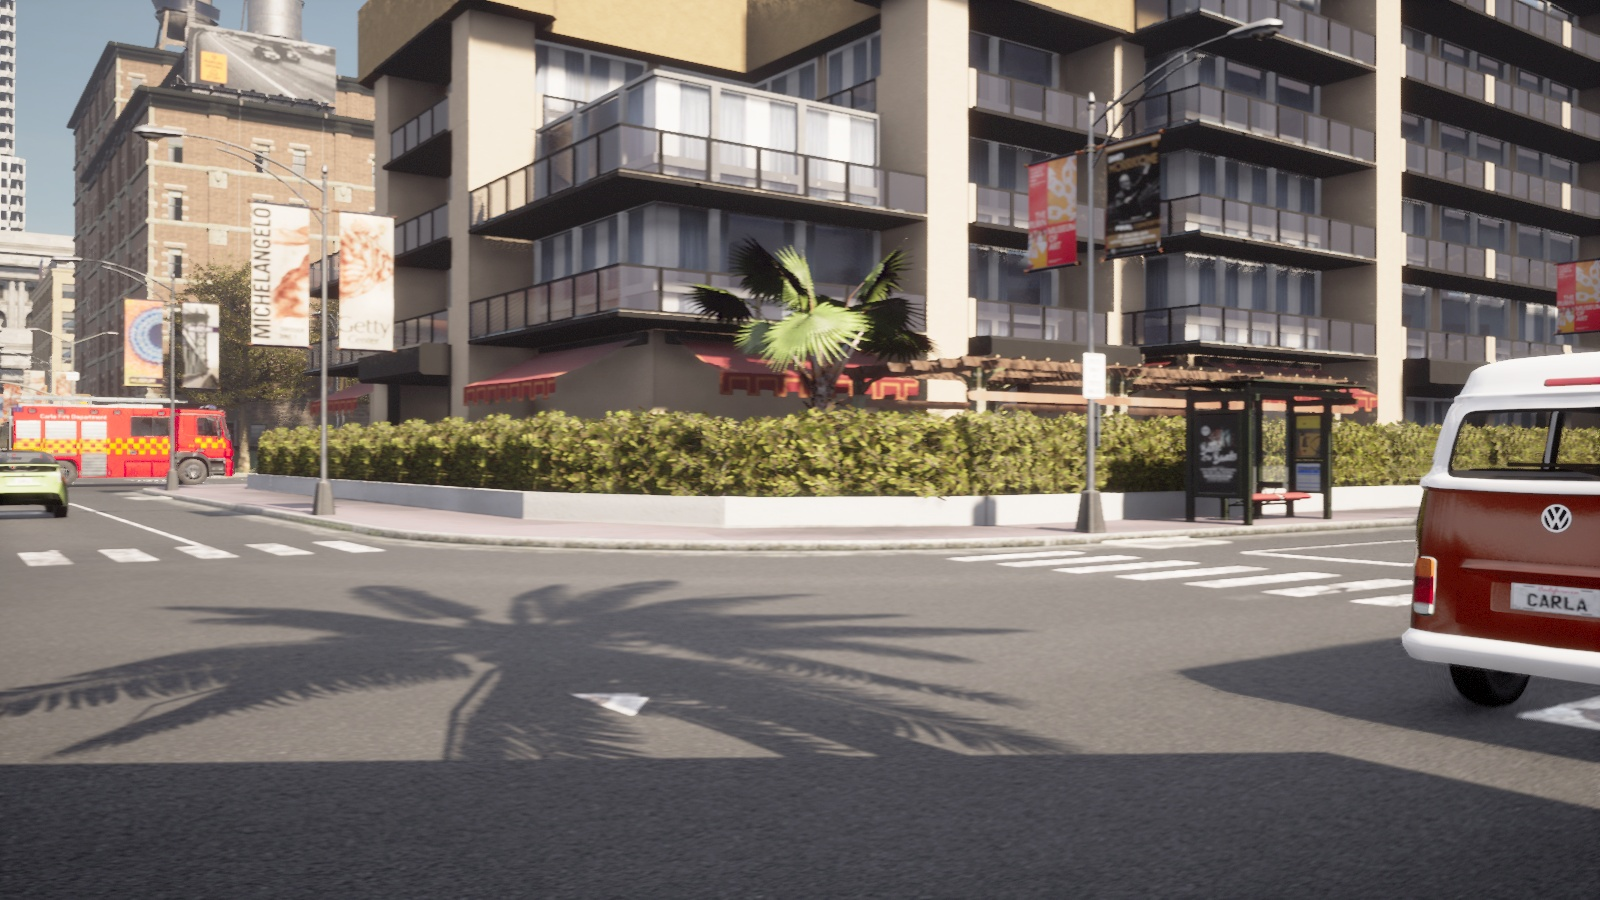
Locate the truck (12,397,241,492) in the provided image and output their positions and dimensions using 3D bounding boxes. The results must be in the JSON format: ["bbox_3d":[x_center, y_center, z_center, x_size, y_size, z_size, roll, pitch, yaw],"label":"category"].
[{"bbox_3d":[-29.140,-0.224,54.542,8.468,3.827,2.891,0,0,-36],"label":"truck"}]

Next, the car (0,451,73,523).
[{"bbox_3d":[-18.159,0.801,28.981,2.007,1.525,4.514,0,0,-35],"label":"car"}]

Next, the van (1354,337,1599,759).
[{"bbox_3d":[5.570,0.475,7.537,4.480,2.038,2.069,0,0,-35],"label":"van"}]
